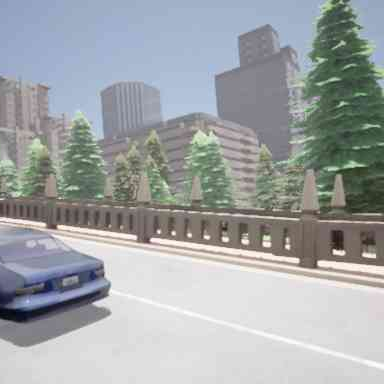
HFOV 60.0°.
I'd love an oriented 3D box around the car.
[{"bbox_3d":[-4.018,1.441,6.858,5.357,1.411,2.033,1,1,35],"label":"car"}]
